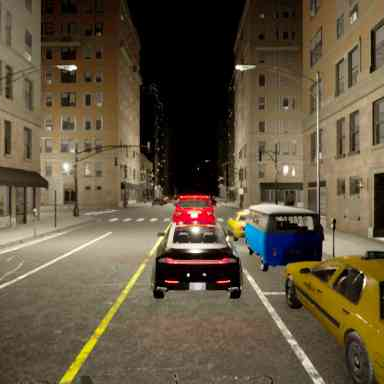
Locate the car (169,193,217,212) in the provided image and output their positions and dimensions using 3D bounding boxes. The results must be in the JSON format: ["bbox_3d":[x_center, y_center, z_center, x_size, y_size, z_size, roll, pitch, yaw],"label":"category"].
[{"bbox_3d":[0.116,1.219,18.629,2.150,2.045,5.566,0,0,0],"label":"car"}]

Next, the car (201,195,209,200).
[{"bbox_3d":[3.565,1.521,92.556,2.008,1.369,4.403,1,0,1],"label":"car"}]

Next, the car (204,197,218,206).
[{"bbox_3d":[3.037,1.554,53.845,1.947,1.339,4.313,1,0,1],"label":"car"}]

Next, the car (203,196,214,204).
[{"bbox_3d":[3.188,1.535,64.905,2.008,1.369,4.403,1,0,1],"label":"car"}]

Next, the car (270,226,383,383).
[{"bbox_3d":[2.680,1.525,5.004,1.752,1.417,4.829,1,0,0],"label":"car"}]

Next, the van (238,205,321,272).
[{"bbox_3d":[2.686,1.340,10.508,1.690,1.788,3.998,1,0,0],"label":"van"}]

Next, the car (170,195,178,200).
[{"bbox_3d":[-4.960,1.537,92.659,1.947,1.339,4.313,1,0,1],"label":"car"}]

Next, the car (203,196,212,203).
[{"bbox_3d":[3.263,1.526,70.435,1.887,1.381,4.507,1,0,1],"label":"car"}]

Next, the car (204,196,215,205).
[{"bbox_3d":[3.113,1.531,59.375,1.887,1.381,4.507,1,0,1],"label":"car"}]

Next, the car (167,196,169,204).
[{"bbox_3d":[-5.413,1.553,59.486,1.947,1.339,4.313,1,0,1],"label":"car"}]

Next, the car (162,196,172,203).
[{"bbox_3d":[-5.261,1.527,70.543,1.887,1.381,4.507,1,0,1],"label":"car"}]

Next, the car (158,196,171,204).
[{"bbox_3d":[-5.337,1.536,65.014,2.008,1.369,4.403,1,0,1],"label":"car"}]

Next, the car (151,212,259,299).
[{"bbox_3d":[0.106,1.490,8.437,2.128,1.511,4.902,0,0,0],"label":"car"}]

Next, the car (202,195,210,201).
[{"bbox_3d":[3.414,1.542,81.496,1.947,1.339,4.313,1,0,1],"label":"car"}]

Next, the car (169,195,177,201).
[{"bbox_3d":[-5.037,1.500,86.960,1.752,1.417,4.829,1,0,1],"label":"car"}]

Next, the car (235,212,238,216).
[{"bbox_3d":[2.690,1.523,16.351,1.752,1.417,4.829,1,0,0],"label":"car"}]

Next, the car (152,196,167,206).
[{"bbox_3d":[-5.488,1.571,53.957,1.802,1.307,4.206,1,0,1],"label":"car"}]
